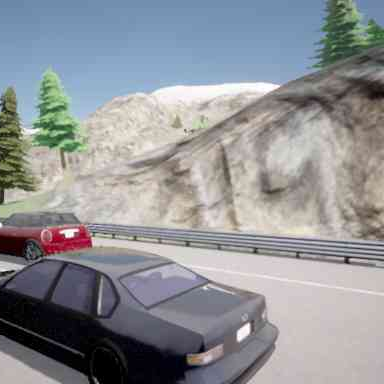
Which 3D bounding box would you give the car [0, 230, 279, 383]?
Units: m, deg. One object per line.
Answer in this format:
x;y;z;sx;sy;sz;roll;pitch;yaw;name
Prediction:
-1.505;1.585;5.036;5.357;1.411;2.033;-1;0;35;car

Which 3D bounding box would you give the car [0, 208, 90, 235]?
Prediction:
-5.824;1.460;12.176;4.553;1.767;2.097;-1;0;33;car
